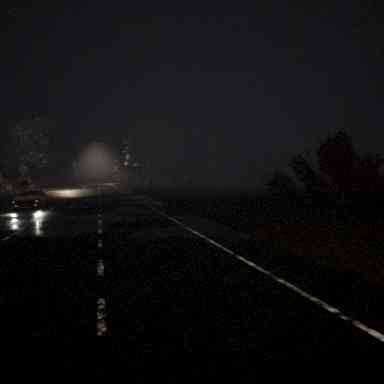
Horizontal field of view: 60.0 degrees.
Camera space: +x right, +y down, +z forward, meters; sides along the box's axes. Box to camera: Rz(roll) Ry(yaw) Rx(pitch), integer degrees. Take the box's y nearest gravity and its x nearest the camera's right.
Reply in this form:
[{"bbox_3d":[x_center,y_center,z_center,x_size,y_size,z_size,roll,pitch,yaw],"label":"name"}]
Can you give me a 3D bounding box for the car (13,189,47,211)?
[{"bbox_3d":[-13.003,0.537,26.901,1.882,1.535,5.008,-3,3,-16],"label":"car"}]
